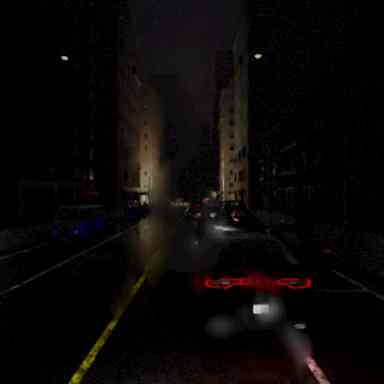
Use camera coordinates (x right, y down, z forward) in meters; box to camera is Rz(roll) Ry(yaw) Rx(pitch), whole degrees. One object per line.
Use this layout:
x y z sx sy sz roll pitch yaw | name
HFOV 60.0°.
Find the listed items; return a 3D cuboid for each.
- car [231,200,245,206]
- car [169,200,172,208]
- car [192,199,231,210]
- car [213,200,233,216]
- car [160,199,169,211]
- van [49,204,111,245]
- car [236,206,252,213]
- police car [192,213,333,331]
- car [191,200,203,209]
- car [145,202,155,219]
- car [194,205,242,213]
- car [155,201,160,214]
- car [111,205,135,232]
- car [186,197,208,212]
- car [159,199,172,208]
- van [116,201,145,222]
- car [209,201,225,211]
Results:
3.277 1.563 27.023 2.192 1.841 5.009 0 -1 1 | car
-4.840 2.130 54.649 1.802 1.307 4.206 0 -1 1 | car
1.265 1.569 23.194 2.097 1.767 4.553 0 -1 1 | car
3.440 1.795 38.023 1.967 1.590 4.097 0 -1 1 | car
-4.921 2.060 49.148 1.947 1.339 4.313 0 -1 1 | car
-5.410 1.515 16.148 1.690 1.788 3.998 0 -1 1 | van
3.198 1.777 21.520 1.802 1.307 4.206 0 -1 1 | car
1.031 1.493 7.335 1.930 1.638 5.238 0 -1 1 | police car
0.881 2.127 58.098 1.994 1.385 4.181 0 -1 1 | car
-5.165 1.898 32.647 1.947 1.339 4.313 0 -1 1 | car
1.177 1.639 17.223 1.882 1.535 5.008 0 -1 1 | car
-5.083 1.968 38.147 1.802 1.307 4.206 0 -1 1 | car
-5.327 1.777 21.646 2.008 1.369 4.403 0 -1 1 | car
0.717 1.788 45.335 2.097 1.767 4.553 0 -1 1 | car
-4.760 2.043 60.151 1.967 1.590 4.097 0 -1 1 | car
-5.247 1.620 27.148 1.690 1.788 3.998 0 -1 1 | van
3.603 2.014 49.023 2.008 1.369 4.403 0 -1 1 | car
